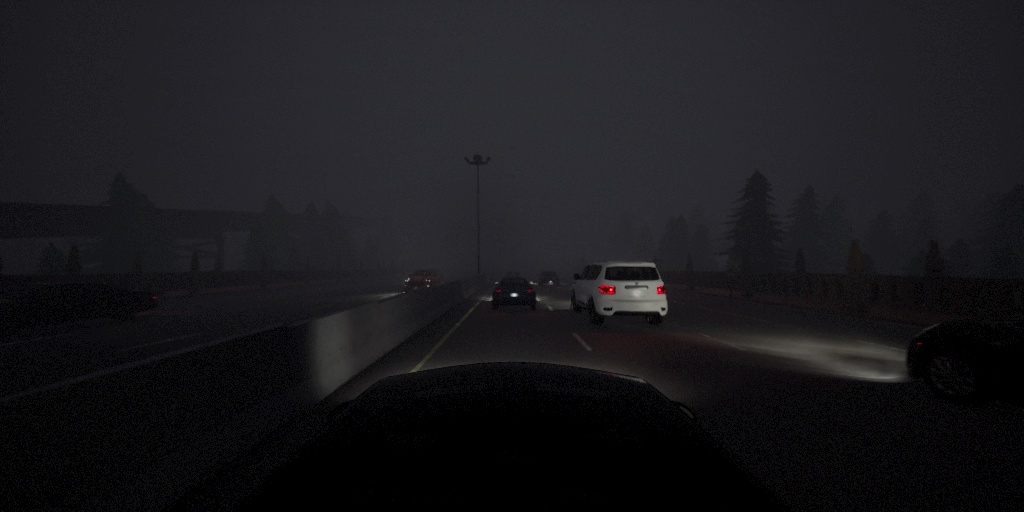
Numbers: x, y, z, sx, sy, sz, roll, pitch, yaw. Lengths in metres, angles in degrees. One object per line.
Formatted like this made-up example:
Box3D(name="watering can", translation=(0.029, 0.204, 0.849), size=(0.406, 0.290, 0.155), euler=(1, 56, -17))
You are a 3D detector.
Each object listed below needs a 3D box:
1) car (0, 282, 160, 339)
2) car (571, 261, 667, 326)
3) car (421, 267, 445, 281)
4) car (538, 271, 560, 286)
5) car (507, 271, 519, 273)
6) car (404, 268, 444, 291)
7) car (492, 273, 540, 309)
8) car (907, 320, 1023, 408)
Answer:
Box3D(name="car", translation=(-14.091, 1.499, 10.971), size=(2.033, 1.411, 5.357), euler=(0, -2, 0))
Box3D(name="car", translation=(3.598, 1.231, 13.017), size=(2.150, 2.045, 5.566), euler=(0, -2, 0))
Box3D(name="car", translation=(-10.525, 2.417, 48.182), size=(2.097, 1.767, 4.553), euler=(0, -2, 0))
Box3D(name="car", translation=(3.592, 2.194, 35.573), size=(1.837, 1.490, 4.892), euler=(0, -2, 0))
Box3D(name="car", translation=(0.092, 2.282, 37.102), size=(2.033, 1.411, 5.357), euler=(0, -2, 0))
Box3D(name="car", translation=(-7.081, 1.838, 28.839), size=(2.097, 1.767, 4.553), euler=(0, -2, 0))
Box3D(name="car", translation=(0.097, 1.709, 17.407), size=(1.994, 1.385, 4.181), euler=(0, -2, 0))
Box3D(name="car", translation=(7.100, 1.115, 3.567), size=(2.097, 1.767, 4.553), euler=(0, -1, 0))
